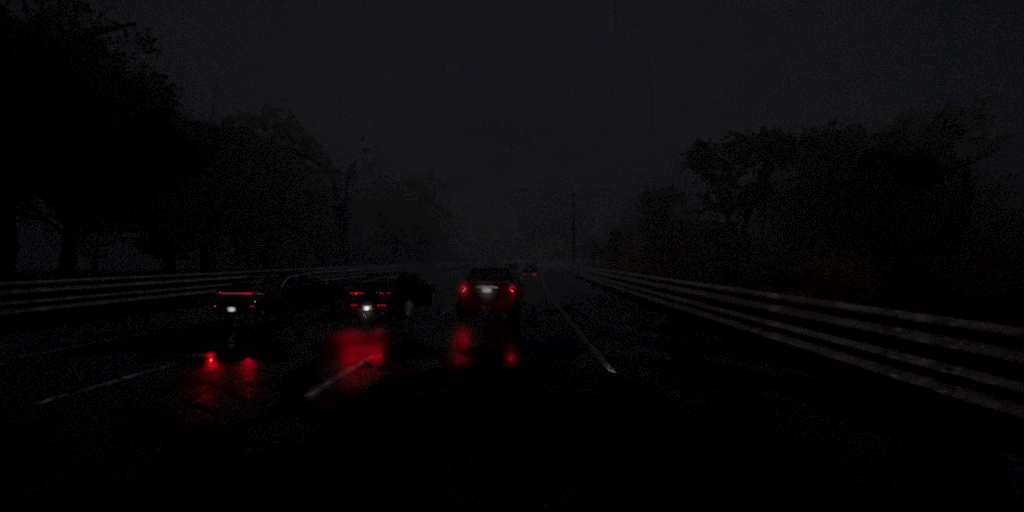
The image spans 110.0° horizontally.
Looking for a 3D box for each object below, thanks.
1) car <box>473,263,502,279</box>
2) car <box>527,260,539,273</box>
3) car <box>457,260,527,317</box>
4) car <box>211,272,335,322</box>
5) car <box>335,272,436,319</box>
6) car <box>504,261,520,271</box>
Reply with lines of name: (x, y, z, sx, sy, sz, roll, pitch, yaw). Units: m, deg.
car: (-2.361, 1.496, 36.093, 2.033, 1.411, 5.357, 0, 0, 5)
car: (2.674, 1.566, 50.421, 1.812, 1.442, 4.674, 0, 0, 7)
car: (-0.653, 1.168, 13.775, 2.097, 1.767, 4.553, 0, 0, 4)
car: (-7.746, 1.299, 12.530, 2.128, 1.511, 4.902, 0, 0, 4)
car: (-4.194, 1.318, 13.183, 1.837, 1.490, 4.892, 0, 0, 4)
car: (0.023, 1.565, 57.837, 1.882, 1.535, 5.008, 0, 0, 7)
